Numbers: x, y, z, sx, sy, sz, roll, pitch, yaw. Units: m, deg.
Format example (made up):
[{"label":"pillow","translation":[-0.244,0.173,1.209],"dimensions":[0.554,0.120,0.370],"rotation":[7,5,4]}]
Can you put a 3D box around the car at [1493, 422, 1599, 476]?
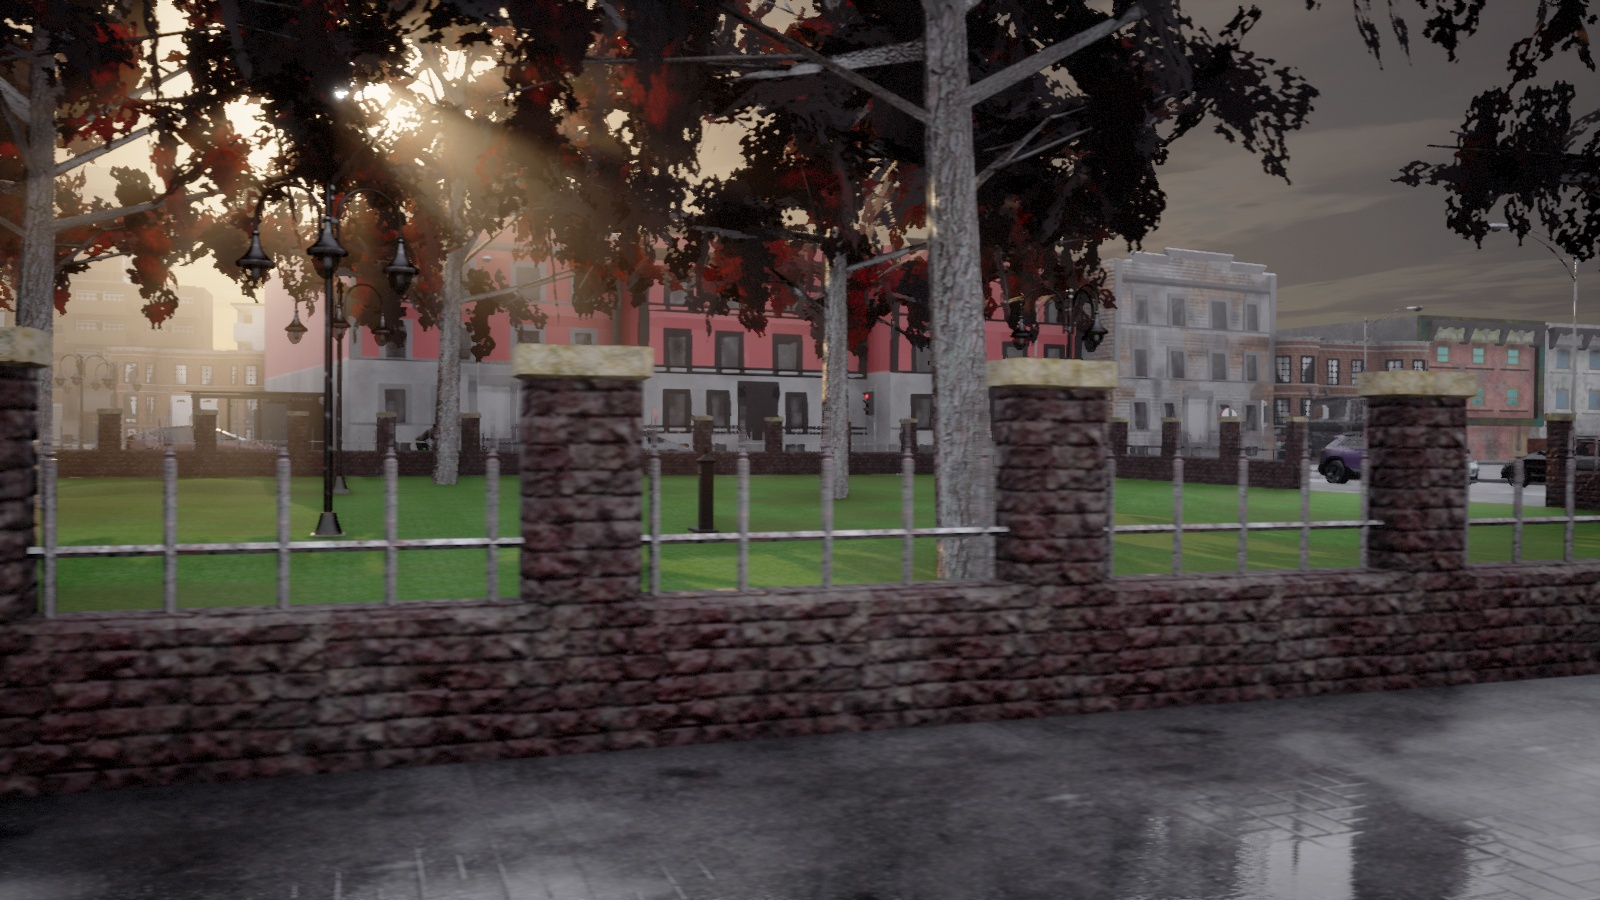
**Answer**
[{"label":"car","translation":[22.243,-0.062,35.803],"dimensions":[1.816,1.474,4.193],"rotation":[-1,1,-20]}]

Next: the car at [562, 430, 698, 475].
[{"label":"car","translation":[-6.149,0.061,45.356],"dimensions":[4.514,1.525,2.007],"rotation":[-1,1,-19]}]

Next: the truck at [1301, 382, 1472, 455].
[{"label":"truck","translation":[28.986,-1.580,62.056],"dimensions":[7.936,3.462,2.891],"rotation":[-1,1,-20]}]

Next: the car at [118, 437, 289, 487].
[{"label":"car","translation":[-19.220,0.352,40.700],"dimensions":[4.792,1.488,2.163],"rotation":[-1,1,-20]}]

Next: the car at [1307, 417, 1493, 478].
[{"label":"car","translation":[17.503,-0.106,36.921],"dimensions":[2.033,1.649,4.856],"rotation":[-1,1,-22]}]
